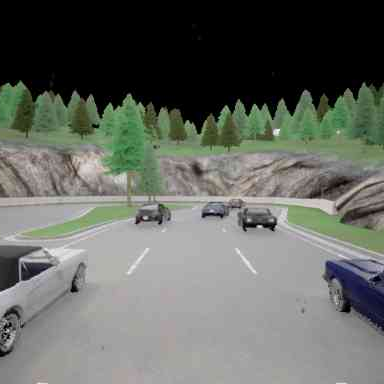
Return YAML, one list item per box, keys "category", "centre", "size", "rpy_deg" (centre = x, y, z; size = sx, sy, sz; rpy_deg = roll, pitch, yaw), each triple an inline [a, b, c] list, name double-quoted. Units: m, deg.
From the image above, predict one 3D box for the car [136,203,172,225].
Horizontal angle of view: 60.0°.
- category: "car"
  centre: [-2.730, 1.526, 24.042]
  size: [1.812, 1.442, 4.674]
  rpy_deg: [0, 0, 7]

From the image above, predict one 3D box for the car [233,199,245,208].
- category: "car"
  centre: [5.628, 1.547, 42.355]
  size: [2.033, 1.411, 5.357]
  rpy_deg: [0, 0, 16]

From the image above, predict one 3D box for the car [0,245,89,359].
- category: "car"
  centre: [-3.399, 1.601, 5.916]
  size: [1.895, 1.301, 4.718]
  rpy_deg: [0, 0, 0]

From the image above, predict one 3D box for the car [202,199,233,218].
- category: "car"
  centre: [2.190, 1.564, 29.903]
  size: [1.994, 1.385, 4.181]
  rpy_deg: [0, 0, 15]

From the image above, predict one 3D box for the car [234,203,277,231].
- category: "car"
  centre: [3.882, 1.601, 20.519]
  size: [1.895, 1.301, 4.718]
  rpy_deg: [0, 0, 3]

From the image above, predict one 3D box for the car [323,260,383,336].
- category: "car"
  centre: [3.600, 1.601, 4.681]
  size: [1.895, 1.301, 4.718]
  rpy_deg: [0, 0, 0]
